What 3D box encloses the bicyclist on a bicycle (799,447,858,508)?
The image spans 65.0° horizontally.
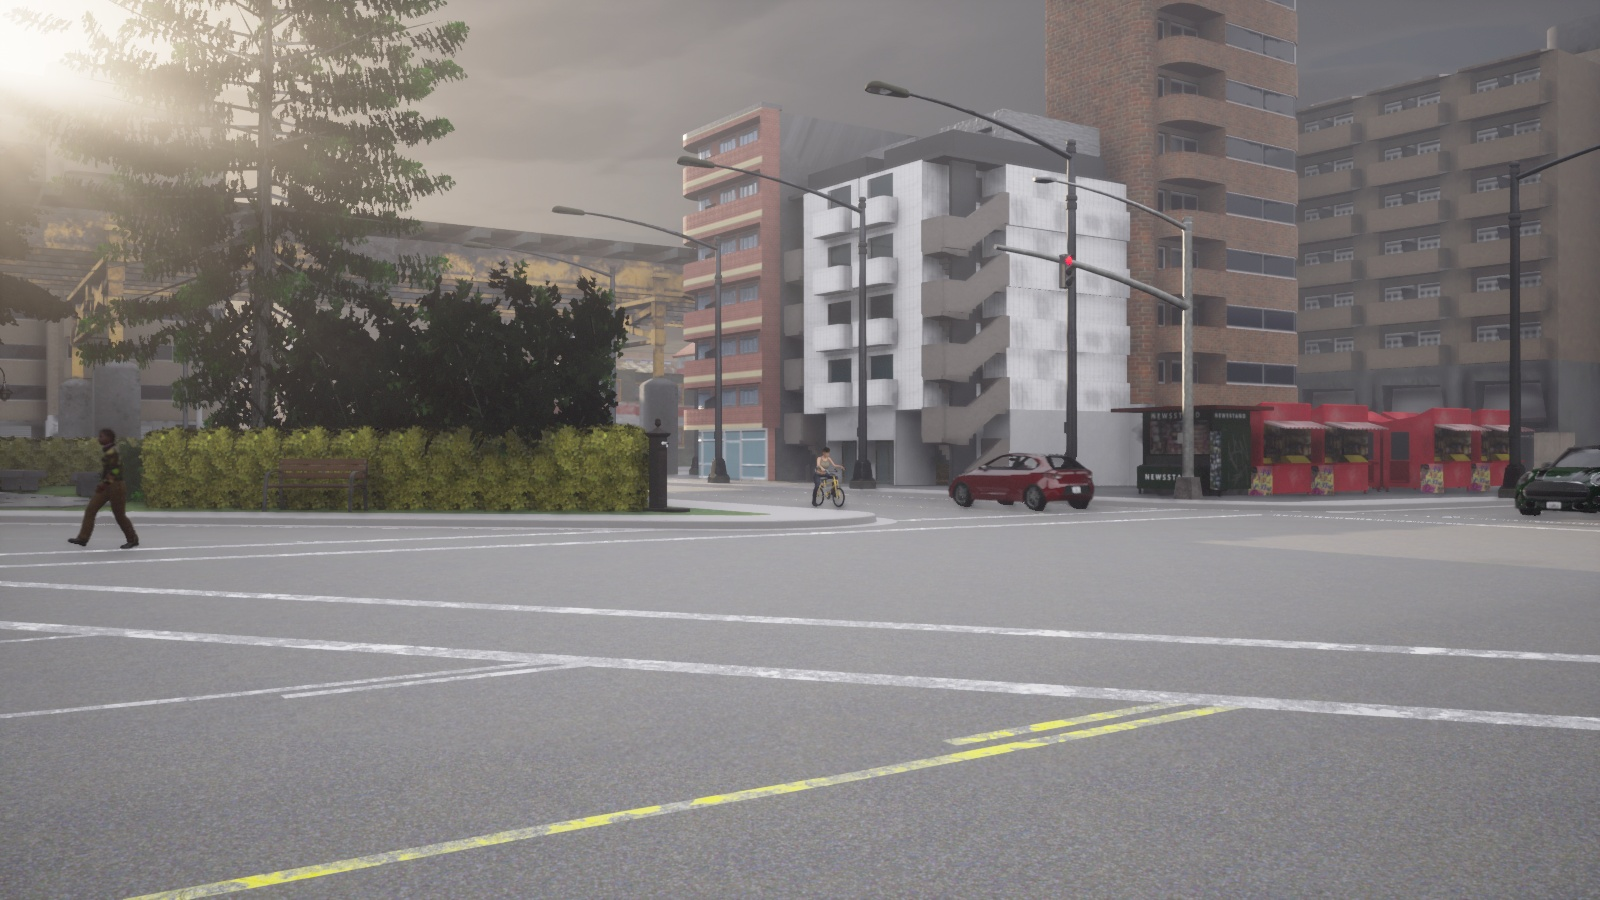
[{"bbox_3d":[0.769,0.723,34.005,0.866,1.612,1.509,0,0,-34],"label":"bicyclist on a bicycle"}]

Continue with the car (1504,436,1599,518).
[{"bbox_3d":[18.719,0.598,29.438,4.553,1.767,2.097,0,0,-35],"label":"car"}]

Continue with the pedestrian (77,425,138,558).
[{"bbox_3d":[-10.279,0.605,18.650,0.395,1.930,0.692,0,0,44],"label":"pedestrian"}]

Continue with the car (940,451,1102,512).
[{"bbox_3d":[5.718,0.769,32.940,1.816,1.474,4.193,0,0,-33],"label":"car"}]
